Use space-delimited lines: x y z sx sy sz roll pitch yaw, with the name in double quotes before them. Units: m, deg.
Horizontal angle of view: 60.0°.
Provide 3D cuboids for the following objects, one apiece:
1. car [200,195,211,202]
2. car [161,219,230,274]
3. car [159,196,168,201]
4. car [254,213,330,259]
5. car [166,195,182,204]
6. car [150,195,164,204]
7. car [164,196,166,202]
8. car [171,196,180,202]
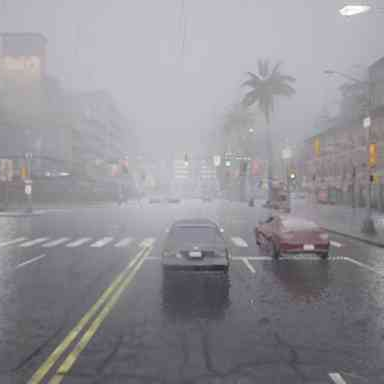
"car" 3.433 1.535 77.584 1.812 1.442 4.674 0 0 0
"car" 0.087 1.549 10.529 2.033 1.411 5.357 0 0 0
"car" -7.074 1.606 83.709 1.895 1.301 4.718 0 0 0
"car" 3.585 1.527 12.512 1.812 1.442 4.674 0 0 0
"car" -3.555 1.487 64.800 1.882 1.535 5.008 0 0 0
"car" -7.055 1.535 64.289 1.812 1.442 4.674 0 0 0
"car" -7.063 1.488 73.408 1.882 1.535 5.008 0 0 0
"car" -3.563 1.534 73.995 1.812 1.442 4.674 0 0 0
